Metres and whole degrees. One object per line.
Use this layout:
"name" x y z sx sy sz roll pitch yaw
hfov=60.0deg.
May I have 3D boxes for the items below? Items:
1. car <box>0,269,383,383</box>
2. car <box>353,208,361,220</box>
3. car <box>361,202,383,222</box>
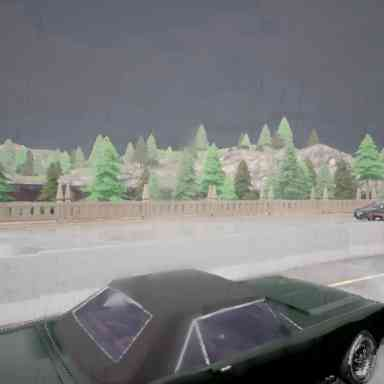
"car" 0.200 1.602 3.721 4.718 1.301 1.895 0 0 -34
"car" 15.417 1.561 27.002 4.892 1.490 1.837 0 0 -19
"car" 14.161 1.606 22.792 4.181 1.385 1.994 0 0 -21
